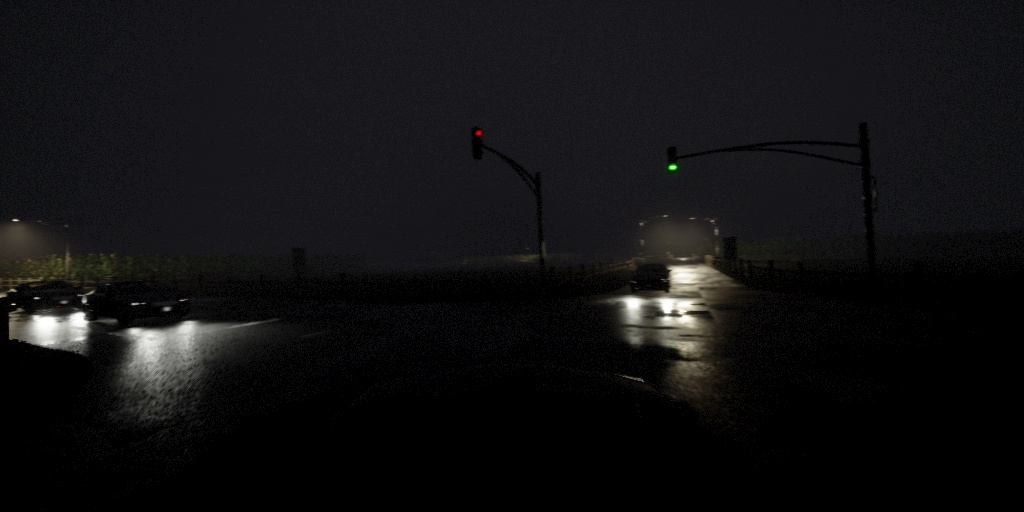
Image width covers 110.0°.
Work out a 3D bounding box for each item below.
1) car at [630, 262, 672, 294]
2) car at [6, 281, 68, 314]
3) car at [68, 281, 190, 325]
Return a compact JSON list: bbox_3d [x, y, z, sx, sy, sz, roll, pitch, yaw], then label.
[{"bbox_3d":[7.663,1.138,19.625,1.882,1.535,5.008,-3,-1,25],"label":"car"},{"bbox_3d":[-23.839,2.032,18.349,4.902,1.511,2.128,-2,-1,25],"label":"car"},{"bbox_3d":[-14.744,1.733,14.059,4.902,1.511,2.128,-2,-1,25],"label":"car"}]
